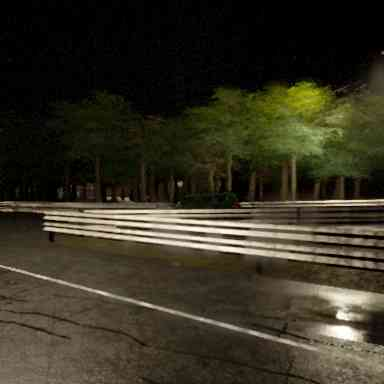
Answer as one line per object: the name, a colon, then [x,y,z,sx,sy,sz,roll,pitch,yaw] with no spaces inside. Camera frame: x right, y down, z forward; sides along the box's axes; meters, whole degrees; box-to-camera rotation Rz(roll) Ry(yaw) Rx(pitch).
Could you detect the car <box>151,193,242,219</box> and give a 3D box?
car: [0.287,1.125,20.458,5.566,2.045,2.150,-1,0,12]
